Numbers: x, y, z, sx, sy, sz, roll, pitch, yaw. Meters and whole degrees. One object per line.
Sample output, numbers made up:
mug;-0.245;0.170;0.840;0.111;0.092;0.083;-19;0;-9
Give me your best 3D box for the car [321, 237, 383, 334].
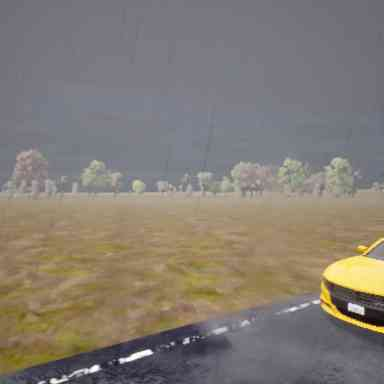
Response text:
car;4.563;1.502;6.399;5.008;1.535;1.882;0;0;-33
